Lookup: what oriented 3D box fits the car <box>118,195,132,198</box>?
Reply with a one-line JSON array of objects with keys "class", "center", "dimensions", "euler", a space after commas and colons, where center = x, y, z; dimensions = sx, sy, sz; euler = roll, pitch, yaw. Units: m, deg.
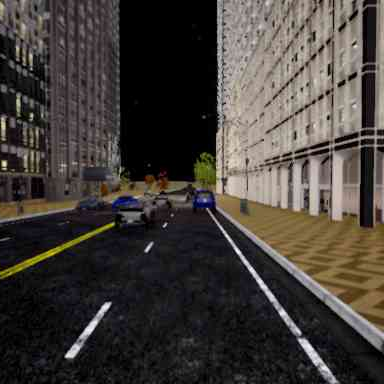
[{"class": "car", "center": [-6.589, 1.051, 33.141], "dimensions": [1.882, 1.535, 5.008], "euler": [0, 0, 0]}]

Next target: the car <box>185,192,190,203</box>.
[{"class": "car", "center": [0.011, 0.839, 51.171], "dimensions": [1.837, 1.490, 4.892], "euler": [0, 0, 0]}]

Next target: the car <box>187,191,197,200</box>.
[{"class": "car", "center": [0.002, 0.627, 65.345], "dimensions": [1.882, 1.535, 5.008], "euler": [0, 1, 0]}]

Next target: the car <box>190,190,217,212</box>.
[{"class": "car", "center": [1.139, 0.816, 31.832], "dimensions": [2.150, 2.045, 5.566], "euler": [0, 1, 0]}]

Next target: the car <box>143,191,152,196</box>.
[{"class": "car", "center": [-9.748, 0.531, 73.807], "dimensions": [2.128, 1.511, 4.902], "euler": [0, 1, 0]}]

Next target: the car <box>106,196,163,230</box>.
[{"class": "car", "center": [-3.151, 1.245, 19.337], "dimensions": [2.128, 1.511, 4.902], "euler": [0, 1, 0]}]

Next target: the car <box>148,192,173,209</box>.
[{"class": "car", "center": [-3.149, 1.028, 36.105], "dimensions": [2.128, 1.511, 4.902], "euler": [0, 1, 0]}]

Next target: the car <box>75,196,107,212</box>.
[{"class": "car", "center": [-9.843, 1.123, 33.007], "dimensions": [2.033, 1.411, 5.357], "euler": [0, 1, 0]}]
